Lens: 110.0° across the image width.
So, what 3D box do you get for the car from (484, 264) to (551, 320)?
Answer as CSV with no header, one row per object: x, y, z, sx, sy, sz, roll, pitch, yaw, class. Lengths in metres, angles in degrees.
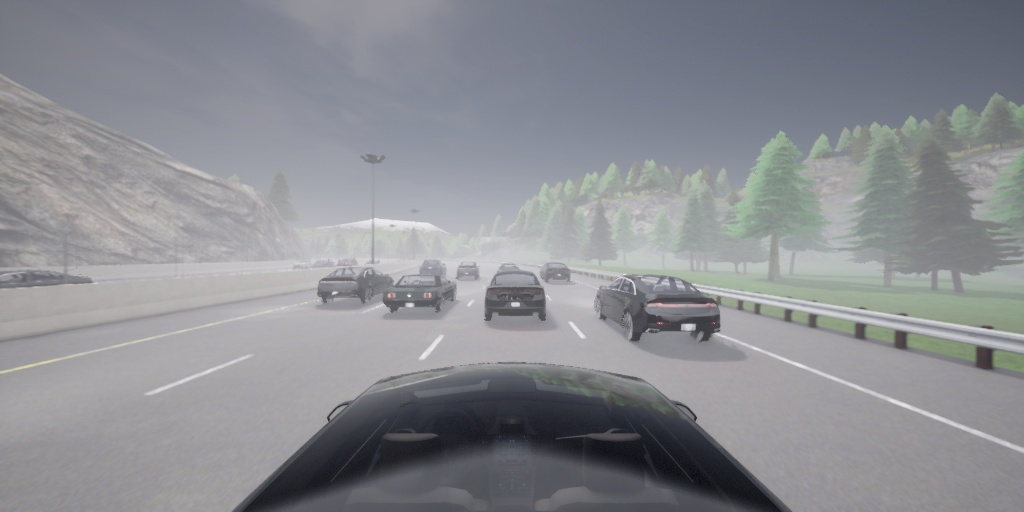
0.100,1.225,12.673,1.882,1.535,5.008,0,0,0,car

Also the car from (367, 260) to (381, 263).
-20.812,1.301,54.023,1.994,1.385,4.181,0,0,-10,car

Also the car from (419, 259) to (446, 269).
-7.593,1.094,34.647,2.097,1.767,4.553,0,0,-4,car

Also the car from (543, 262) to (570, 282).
3.307,1.221,28.412,1.882,1.535,5.008,0,0,-3,car

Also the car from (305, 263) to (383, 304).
-6.908,1.238,16.374,2.128,1.511,4.902,0,0,0,car

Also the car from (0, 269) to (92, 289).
-17.616,1.239,12.259,2.128,1.511,4.902,0,0,0,car

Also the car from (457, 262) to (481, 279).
-3.894,1.234,32.027,2.128,1.511,4.902,0,0,-4,car

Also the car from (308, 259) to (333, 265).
-27.783,1.230,53.212,2.128,1.511,4.902,0,0,-10,car

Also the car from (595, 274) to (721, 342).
3.601,1.240,9.742,2.128,1.511,4.902,0,0,0,car

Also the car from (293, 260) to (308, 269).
-31.588,1.263,54.691,1.812,1.442,4.674,0,0,-10,car

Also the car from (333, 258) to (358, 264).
-24.155,1.090,52.884,2.097,1.767,4.553,0,0,-10,car

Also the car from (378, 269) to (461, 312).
-3.401,1.348,14.177,1.895,1.301,4.718,0,0,0,car
